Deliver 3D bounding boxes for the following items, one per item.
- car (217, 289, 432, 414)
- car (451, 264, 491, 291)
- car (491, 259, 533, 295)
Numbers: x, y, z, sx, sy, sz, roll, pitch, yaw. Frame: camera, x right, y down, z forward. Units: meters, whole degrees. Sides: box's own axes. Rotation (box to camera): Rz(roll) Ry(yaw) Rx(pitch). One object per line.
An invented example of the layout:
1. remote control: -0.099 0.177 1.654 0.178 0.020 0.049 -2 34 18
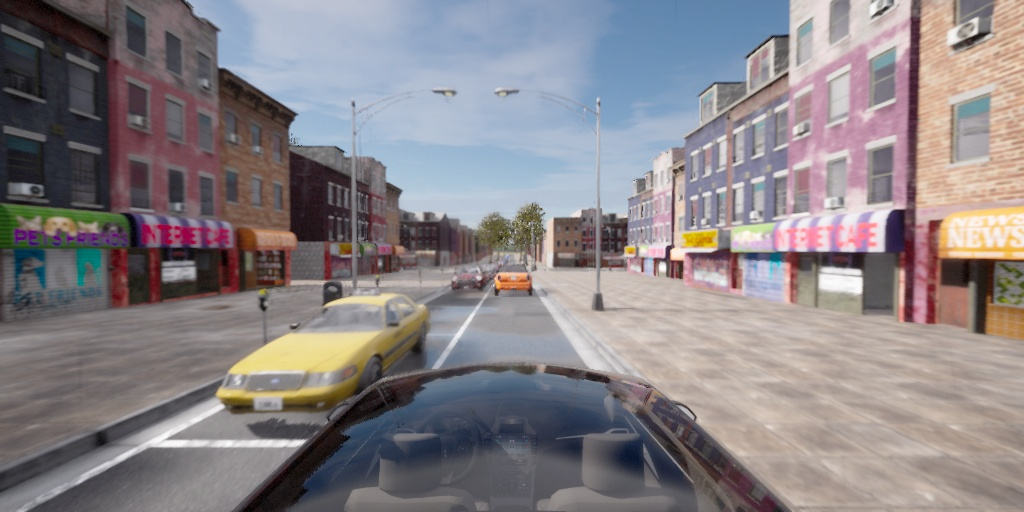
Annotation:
1. car: -2.639 1.299 6.307 1.751 1.417 4.829 0 0 0
2. car: -2.639 1.323 22.816 1.967 1.591 4.097 0 0 0
3. car: 0.095 1.219 20.978 2.097 1.767 4.553 0 -1 0
